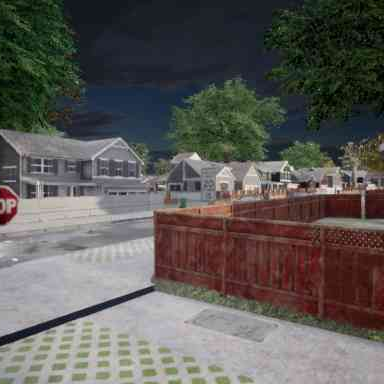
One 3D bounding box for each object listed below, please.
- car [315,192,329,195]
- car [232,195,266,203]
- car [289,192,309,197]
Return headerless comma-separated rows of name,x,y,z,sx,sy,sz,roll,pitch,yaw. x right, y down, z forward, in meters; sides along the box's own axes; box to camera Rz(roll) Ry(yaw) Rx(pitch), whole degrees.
car,17.835,0.657,45.393,1.812,1.442,4.674,0,1,35
car,5.014,1.016,27.021,1.882,1.535,5.008,0,1,35
car,14.997,0.690,46.130,2.033,1.411,5.357,0,1,35
